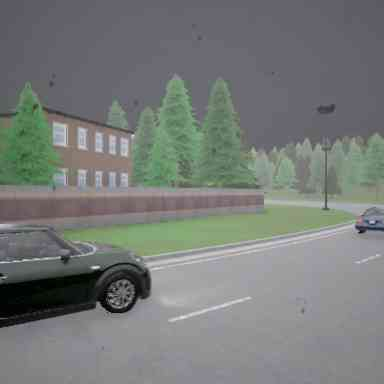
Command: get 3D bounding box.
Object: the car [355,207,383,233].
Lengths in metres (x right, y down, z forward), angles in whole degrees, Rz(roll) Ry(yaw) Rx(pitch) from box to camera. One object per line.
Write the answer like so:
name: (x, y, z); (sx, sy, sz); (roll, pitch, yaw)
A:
car: (10.714, 1.548, 18.544); (2.033, 1.411, 5.357); (0, 0, 42)

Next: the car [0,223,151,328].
car: (-3.034, 1.352, 6.085); (4.553, 1.767, 2.097); (0, 0, -36)
